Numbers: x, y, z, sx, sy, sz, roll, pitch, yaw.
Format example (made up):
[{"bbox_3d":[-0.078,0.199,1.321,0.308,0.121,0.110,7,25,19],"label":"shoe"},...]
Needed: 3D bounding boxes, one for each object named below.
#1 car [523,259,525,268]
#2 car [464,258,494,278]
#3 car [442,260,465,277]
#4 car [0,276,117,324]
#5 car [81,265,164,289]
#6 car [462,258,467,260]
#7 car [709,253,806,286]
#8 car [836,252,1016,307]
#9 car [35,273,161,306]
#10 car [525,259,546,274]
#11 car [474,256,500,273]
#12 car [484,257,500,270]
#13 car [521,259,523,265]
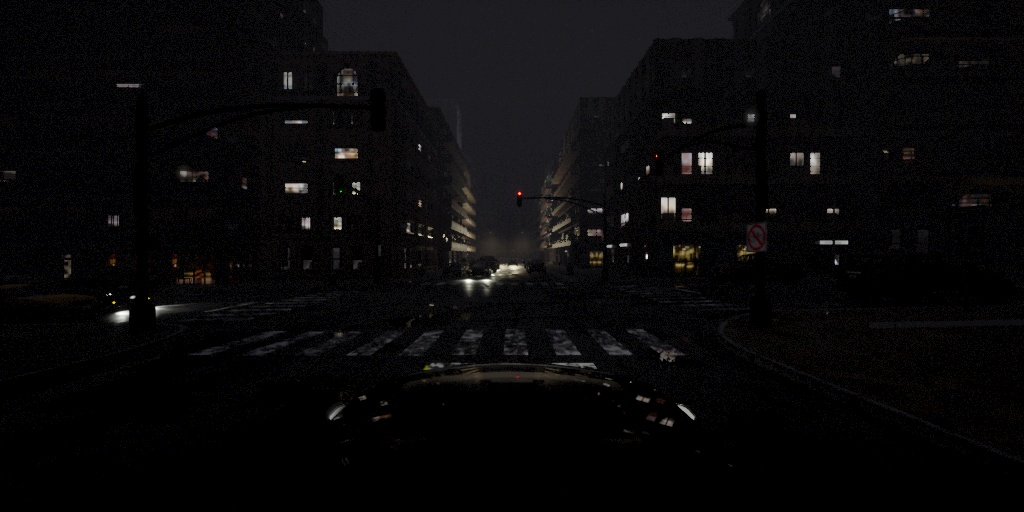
[{"bbox_3d":[2.801,1.200,46.446,1.967,1.591,4.097,0,0,0],"label":"car"},{"bbox_3d":[-3.022,1.233,34.083,1.882,1.535,5.008,0,0,0],"label":"car"},{"bbox_3d":[-5.608,1.322,35.099,1.948,1.339,4.313,0,0,0],"label":"car"},{"bbox_3d":[-17.603,1.585,12.803,4.829,1.417,1.751,0,0,0],"label":"car"},{"bbox_3d":[-23.551,1.462,21.114,5.009,1.841,2.192,0,0,0],"label":"car"},{"bbox_3d":[-5.594,1.283,40.612,1.751,1.417,4.829,0,0,0],"label":"car"},{"bbox_3d":[14.624,0.759,21.385,5.009,1.841,2.192,0,0,0],"label":"car"},{"bbox_3d":[14.738,0.775,13.006,5.009,1.841,2.192,0,0,0],"label":"car"},{"bbox_3d":[-18.288,1.627,15.388,4.181,1.385,1.994,-1,0,0],"label":"car"},{"bbox_3d":[2.786,1.198,40.763,1.967,1.591,4.097,0,0,0],"label":"car"},{"bbox_3d":[-2.995,0.981,44.065,2.150,2.045,5.566,0,0,0],"label":"car"},{"bbox_3d":[-2.955,1.116,54.397,2.097,1.767,4.553,0,0,0],"label":"car"},{"bbox_3d":[2.829,1.348,57.811,1.802,1.307,4.207,0,0,0],"label":"car"}]
